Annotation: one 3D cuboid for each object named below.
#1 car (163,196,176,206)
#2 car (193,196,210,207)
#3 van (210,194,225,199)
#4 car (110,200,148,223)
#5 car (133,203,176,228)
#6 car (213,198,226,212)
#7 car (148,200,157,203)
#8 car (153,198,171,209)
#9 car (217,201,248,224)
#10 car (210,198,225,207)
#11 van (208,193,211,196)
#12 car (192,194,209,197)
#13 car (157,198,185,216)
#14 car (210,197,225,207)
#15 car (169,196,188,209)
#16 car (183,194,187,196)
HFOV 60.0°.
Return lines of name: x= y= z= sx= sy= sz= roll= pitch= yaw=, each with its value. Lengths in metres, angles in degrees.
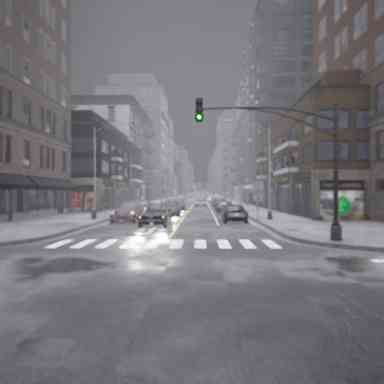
car: x=-3.869 y=1.500 z=58.318 sx=1.967 sy=1.590 sz=4.097 roll=0 pitch=0 yaw=2
car: x=1.419 y=1.648 z=51.587 sx=1.895 sy=1.301 sz=4.718 roll=0 pitch=0 yaw=2
van: x=3.817 y=1.380 z=47.058 sx=1.690 sy=1.788 sz=3.998 roll=0 pitch=0 yaw=2
car: x=-4.874 y=1.468 z=25.269 sx=1.967 sy=1.590 sz=4.097 roll=0 pitch=0 yaw=2
car: x=-2.418 y=1.626 z=22.561 sx=1.895 sy=1.301 sz=4.718 roll=0 pitch=0 yaw=2
car: x=3.482 y=1.610 z=36.042 sx=1.802 sy=1.307 sz=4.206 roll=0 pitch=0 yaw=2
car: x=-4.707 y=1.470 z=30.777 sx=1.967 sy=1.590 sz=4.097 roll=0 pitch=0 yaw=2
car: x=-4.204 y=1.595 z=47.302 sx=2.008 sy=1.369 sz=4.403 roll=0 pitch=0 yaw=2
car: x=3.147 y=1.588 z=25.024 sx=1.947 sy=1.339 sz=4.313 roll=0 pitch=0 yaw=2
car: x=3.985 y=1.597 z=52.566 sx=2.008 sy=1.369 sz=4.403 roll=0 pitch=0 yaw=2
van: x=4.152 y=1.396 z=58.074 sx=1.690 sy=1.788 sz=3.998 roll=0 pitch=0 yaw=2
car: x=1.660 y=1.556 z=62.849 sx=2.128 sy=1.511 sz=4.902 roll=0 pitch=0 yaw=2
car: x=-2.110 y=1.594 z=32.534 sx=1.994 sy=1.385 sz=4.181 roll=0 pitch=0 yaw=2
car: x=3.649 y=1.599 z=41.550 sx=1.947 sy=1.339 sz=4.313 roll=0 pitch=0 yaw=2
car: x=-1.801 y=1.602 z=42.488 sx=1.994 sy=1.385 sz=4.181 roll=0 pitch=0 yaw=2
car: x=-3.031 y=1.690 z=85.860 sx=1.802 sy=1.307 sz=4.206 roll=0 pitch=0 yaw=2
